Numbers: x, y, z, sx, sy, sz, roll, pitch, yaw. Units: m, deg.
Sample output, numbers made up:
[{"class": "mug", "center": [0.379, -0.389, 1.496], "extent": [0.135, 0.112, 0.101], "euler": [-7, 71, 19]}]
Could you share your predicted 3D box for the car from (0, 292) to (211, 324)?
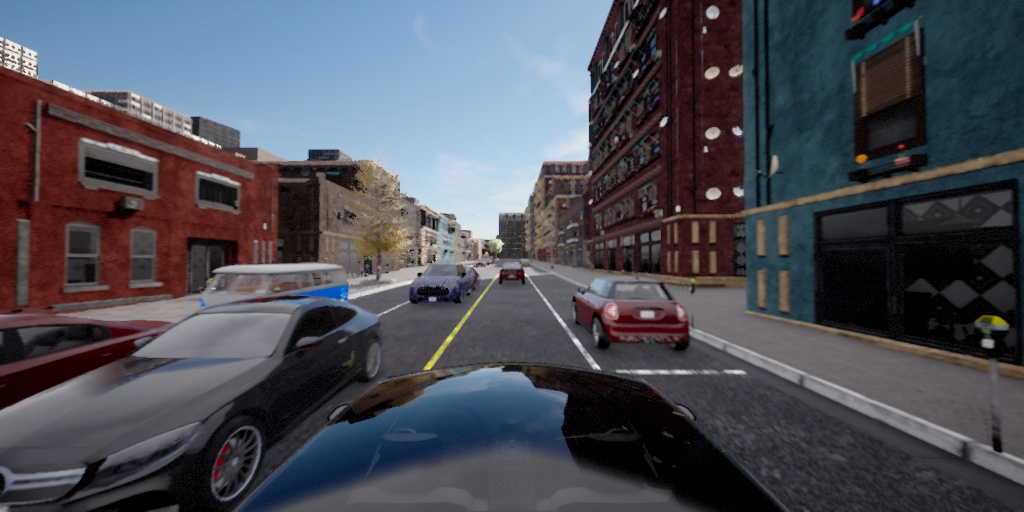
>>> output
[{"class": "car", "center": [-5.690, 1.294, 3.349], "extent": [1.888, 1.381, 4.507], "euler": [0, 0, 0]}]

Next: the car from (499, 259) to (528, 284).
[{"class": "car", "center": [0.018, 1.224, 26.942], "extent": [1.882, 1.535, 5.008], "euler": [0, 0, 0]}]

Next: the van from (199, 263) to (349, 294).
[{"class": "van", "center": [-5.689, 1.089, 9.037], "extent": [1.690, 1.789, 3.998], "euler": [0, 0, 0]}]

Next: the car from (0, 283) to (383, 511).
[{"class": "car", "center": [-3.091, 1.275, 4.429], "extent": [1.812, 1.442, 4.674], "euler": [0, 0, 0]}]

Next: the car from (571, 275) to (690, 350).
[{"class": "car", "center": [2.692, 1.189, 9.097], "extent": [1.967, 1.591, 4.097], "euler": [0, 0, 0]}]

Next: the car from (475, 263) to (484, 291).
[{"class": "car", "center": [-2.999, 1.339, 21.725], "extent": [1.994, 1.385, 4.181], "euler": [0, 0, 0]}]

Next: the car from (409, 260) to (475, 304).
[{"class": "car", "center": [-3.089, 1.098, 16.244], "extent": [2.097, 1.767, 4.553], "euler": [0, 0, 0]}]
